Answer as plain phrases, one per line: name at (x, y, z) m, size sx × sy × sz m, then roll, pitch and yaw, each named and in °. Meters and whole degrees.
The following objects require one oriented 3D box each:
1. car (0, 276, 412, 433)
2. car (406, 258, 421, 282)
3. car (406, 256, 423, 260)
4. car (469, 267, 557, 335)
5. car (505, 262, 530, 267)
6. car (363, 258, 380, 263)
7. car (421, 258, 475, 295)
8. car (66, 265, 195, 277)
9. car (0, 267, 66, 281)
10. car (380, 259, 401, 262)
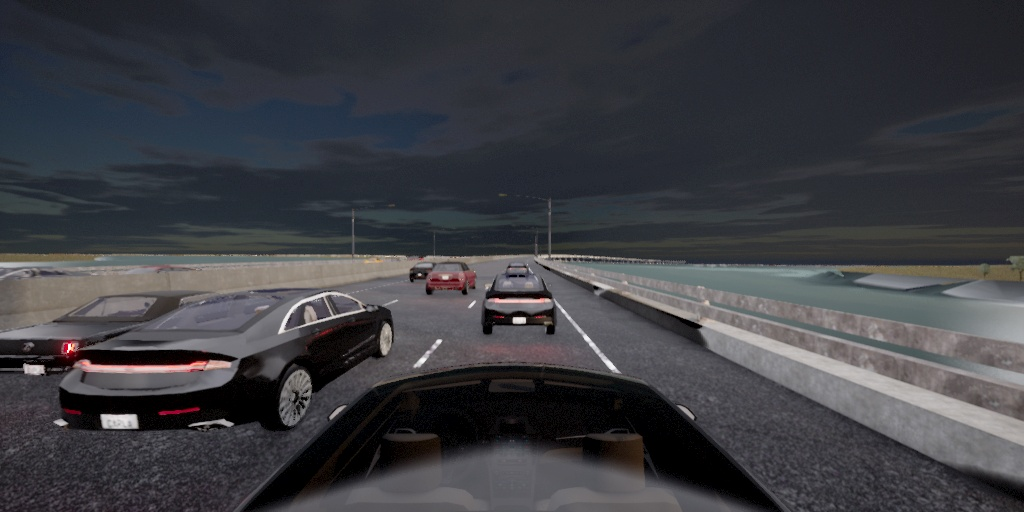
car at (-3.371, 1.234, 5.523) m, size 2.128 × 1.511 × 4.902 m, roll 0°, pitch 0°, yaw 0°
car at (-6.580, 1.198, 28.213) m, size 1.882 × 1.535 × 5.008 m, roll 0°, pitch 0°, yaw 1°
car at (-16.447, 0.980, 60.830) m, size 2.150 × 2.045 × 5.566 m, roll 0°, pitch 0°, yaw 2°
car at (0.182, 1.232, 10.472) m, size 2.128 × 1.511 × 4.902 m, roll 0°, pitch 0°, yaw 0°
car at (0.448, 1.208, 30.120) m, size 2.128 × 1.511 × 4.902 m, roll 0°, pitch 0°, yaw 1°
car at (-23.465, 1.151, 60.439) m, size 1.882 × 1.535 × 5.008 m, roll 0°, pitch 0°, yaw 2°
car at (-3.213, 1.082, 19.757) m, size 2.097 × 1.767 × 4.553 m, roll 0°, pitch 0°, yaw 2°
car at (-17.442, 1.212, 17.389) m, size 1.882 × 1.535 × 5.008 m, roll 0°, pitch 0°, yaw 1°
car at (-20.971, 1.229, 15.038) m, size 2.128 × 1.511 × 4.902 m, roll 0°, pitch 0°, yaw 1°
car at (-19.945, 1.231, 60.960) m, size 2.033 × 1.411 × 5.357 m, roll 0°, pitch 0°, yaw 2°
